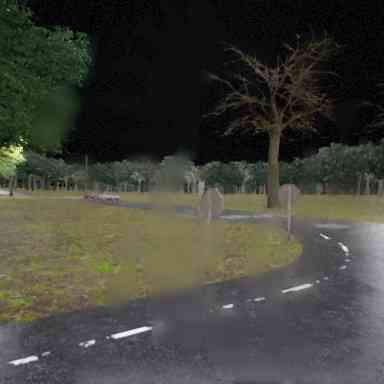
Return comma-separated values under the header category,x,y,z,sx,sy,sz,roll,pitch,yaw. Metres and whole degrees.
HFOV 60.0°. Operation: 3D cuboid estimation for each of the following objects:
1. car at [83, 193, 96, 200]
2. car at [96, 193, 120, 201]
category,x,y,z,sx,sy,sz,roll,pitch,yaw
car,-18.145,0.747,60.126,1.895,1.301,4.718,2,-1,-36
car,-13.408,0.780,53.572,1.895,1.301,4.718,2,-1,-34
